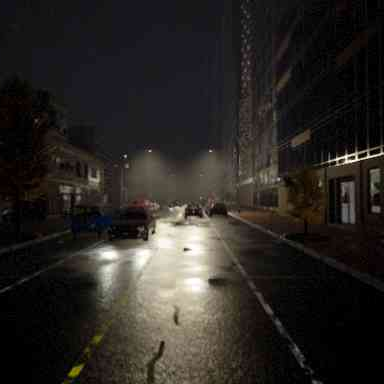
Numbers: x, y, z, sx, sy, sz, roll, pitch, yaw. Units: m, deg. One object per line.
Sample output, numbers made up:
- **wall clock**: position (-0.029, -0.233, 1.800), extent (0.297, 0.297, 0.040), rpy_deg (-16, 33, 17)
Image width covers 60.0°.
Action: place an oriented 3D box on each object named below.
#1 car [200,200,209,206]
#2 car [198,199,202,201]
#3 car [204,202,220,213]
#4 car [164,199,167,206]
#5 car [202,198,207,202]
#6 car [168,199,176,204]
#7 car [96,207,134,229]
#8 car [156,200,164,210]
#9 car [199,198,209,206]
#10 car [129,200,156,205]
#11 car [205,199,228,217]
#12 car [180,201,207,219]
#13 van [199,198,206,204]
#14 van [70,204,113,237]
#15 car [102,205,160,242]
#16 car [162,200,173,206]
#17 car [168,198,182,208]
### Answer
- **car**: position (2.833, 2.494, 75.635), extent (1.802, 1.307, 4.206), rpy_deg (1, -1, 0)
- **car**: position (0.132, 2.038, 44.310), extent (1.837, 1.490, 4.892), rpy_deg (0, -1, 1)
- **car**: position (2.782, 2.136, 47.416), extent (1.947, 1.339, 4.313), rpy_deg (1, -1, 0)
- **car**: position (-5.588, 2.183, 53.130), extent (1.887, 1.381, 4.507), rpy_deg (1, -1, 0)
- **car**: position (2.775, 1.817, 41.776), extent (2.192, 1.841, 5.009), rpy_deg (1, -1, 0)
- **car**: position (-5.521, 2.685, 92.636), extent (1.947, 1.339, 4.313), rpy_deg (1, -1, 0)
- **car**: position (-5.638, 1.881, 24.913), extent (1.802, 1.307, 4.206), rpy_deg (1, -1, 0)
- **car**: position (-5.598, 2.121, 47.487), extent (2.008, 1.369, 4.403), rpy_deg (1, -1, 0)
- **car**: position (2.852, 2.296, 81.281), extent (2.192, 1.841, 5.009), rpy_deg (1, -1, 0)
- **car**: position (-5.614, 1.750, 36.203), extent (2.192, 1.841, 5.009), rpy_deg (1, -1, 0)
- **car**: position (2.764, 1.874, 36.131), extent (1.967, 1.590, 4.097), rpy_deg (1, -1, 0)
- **car**: position (0.145, 1.952, 33.706), extent (2.033, 1.411, 5.357), rpy_deg (0, -1, 0)
- **van**: position (2.833, 2.460, 92.569), extent (1.690, 1.788, 3.998), rpy_deg (1, -1, 0)
- **van**: position (-5.643, 1.573, 19.272), extent (1.690, 1.788, 3.998), rpy_deg (1, -1, 0)
- **car**: position (-3.070, 1.692, 17.848), extent (1.882, 1.535, 5.008), rpy_deg (0, -1, 0)
- **car**: position (-5.550, 2.479, 75.705), extent (1.947, 1.339, 4.313), rpy_deg (1, -1, 0)
- **car**: position (-2.928, 2.249, 61.709), extent (1.837, 1.490, 4.892), rpy_deg (0, -1, 1)
